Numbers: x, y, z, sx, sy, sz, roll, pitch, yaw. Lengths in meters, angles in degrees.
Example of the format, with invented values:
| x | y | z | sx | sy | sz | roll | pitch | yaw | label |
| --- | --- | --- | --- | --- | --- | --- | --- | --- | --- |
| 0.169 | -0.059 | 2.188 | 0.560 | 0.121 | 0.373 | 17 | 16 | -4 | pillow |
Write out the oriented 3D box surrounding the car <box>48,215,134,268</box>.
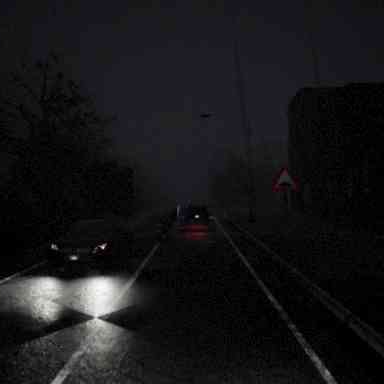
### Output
| x | y | z | sx | sy | sz | roll | pitch | yaw | label |
| --- | --- | --- | --- | --- | --- | --- | --- | --- | --- |
| -3.219 | 1.541 | 11.474 | 1.812 | 1.442 | 4.674 | 0 | 0 | 1 | car |

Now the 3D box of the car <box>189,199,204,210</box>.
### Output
| x | y | z | sx | sy | sz | roll | pitch | yaw | label |
| --- | --- | --- | --- | --- | --- | --- | --- | --- | --- |
| 0.593 | 1.677 | 44.540 | 1.895 | 1.301 | 4.718 | 0 | 0 | 1 | car |

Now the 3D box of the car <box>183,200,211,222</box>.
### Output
| x | y | z | sx | sy | sz | roll | pitch | yaw | label |
| --- | --- | --- | --- | --- | --- | --- | --- | --- | --- |
| 0.397 | 1.549 | 26.562 | 1.837 | 1.490 | 4.892 | 0 | 0 | 1 | car |
